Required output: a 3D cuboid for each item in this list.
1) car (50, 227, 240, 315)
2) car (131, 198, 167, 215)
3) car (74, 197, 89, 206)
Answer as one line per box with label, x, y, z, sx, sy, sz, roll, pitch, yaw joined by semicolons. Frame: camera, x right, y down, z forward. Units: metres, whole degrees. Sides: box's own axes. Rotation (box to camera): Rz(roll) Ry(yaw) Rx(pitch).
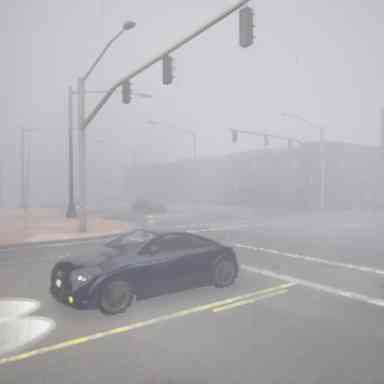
car;-0.917;1.529;7.508;4.181;1.385;1.994;-1;0;-35
car;-4.211;1.342;32.011;1.837;1.490;4.892;-1;1;-36
car;-17.063;1.398;49.996;1.994;1.385;4.181;-1;0;-35
